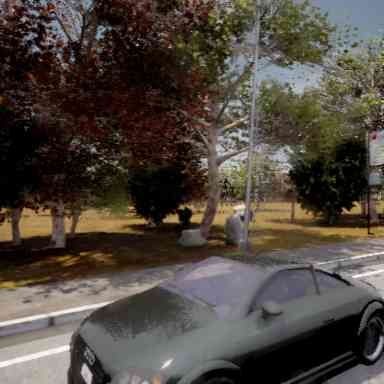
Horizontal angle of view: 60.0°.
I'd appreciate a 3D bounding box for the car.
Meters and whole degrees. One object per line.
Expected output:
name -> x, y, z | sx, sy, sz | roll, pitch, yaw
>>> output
car -> 0.659, 1.548, 4.271 | 4.181, 1.385, 1.994 | 0, 0, -34
